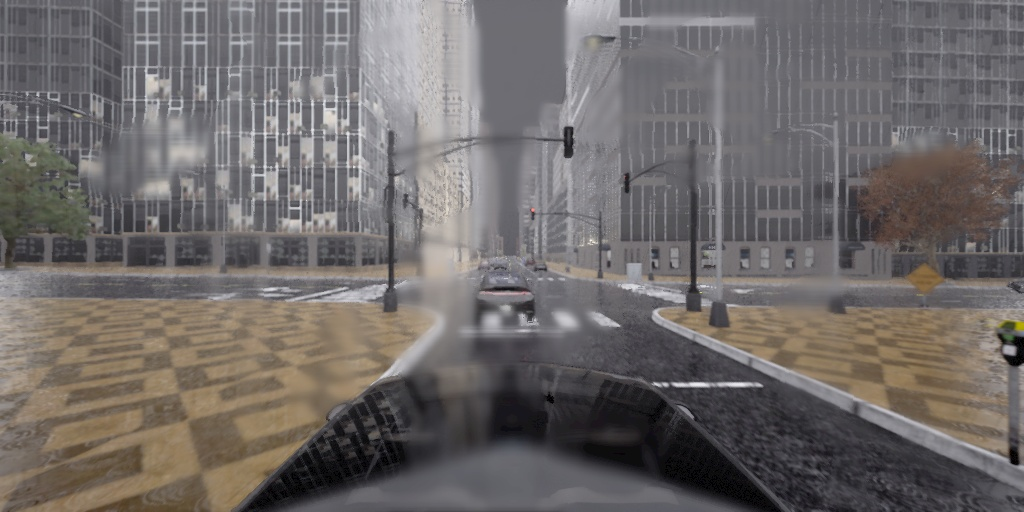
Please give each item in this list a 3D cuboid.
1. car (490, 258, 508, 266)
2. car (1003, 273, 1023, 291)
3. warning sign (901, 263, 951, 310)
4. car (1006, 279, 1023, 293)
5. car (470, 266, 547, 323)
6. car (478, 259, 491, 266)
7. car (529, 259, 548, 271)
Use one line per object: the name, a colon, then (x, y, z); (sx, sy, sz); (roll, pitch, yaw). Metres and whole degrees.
car: (-1.659, 1.416, 52.649); (2.033, 1.411, 5.357); (0, 0, 0)
car: (43.551, 2.159, 28.930); (5.357, 1.411, 2.033); (1, 0, -2)
warning sign: (17.245, 1.231, 14.957); (1.060, 1.860, 1.300); (0, 0, -3)
car: (38.711, 2.010, 25.460); (4.902, 1.511, 2.128); (1, 0, -3)
car: (-0.368, 1.270, 12.262); (2.128, 1.511, 4.902); (0, 0, -6)
car: (-4.164, 1.453, 54.194); (1.802, 1.307, 4.207); (0, 0, 0)
car: (3.804, 1.428, 48.723); (1.948, 1.339, 4.313); (0, 0, 0)
